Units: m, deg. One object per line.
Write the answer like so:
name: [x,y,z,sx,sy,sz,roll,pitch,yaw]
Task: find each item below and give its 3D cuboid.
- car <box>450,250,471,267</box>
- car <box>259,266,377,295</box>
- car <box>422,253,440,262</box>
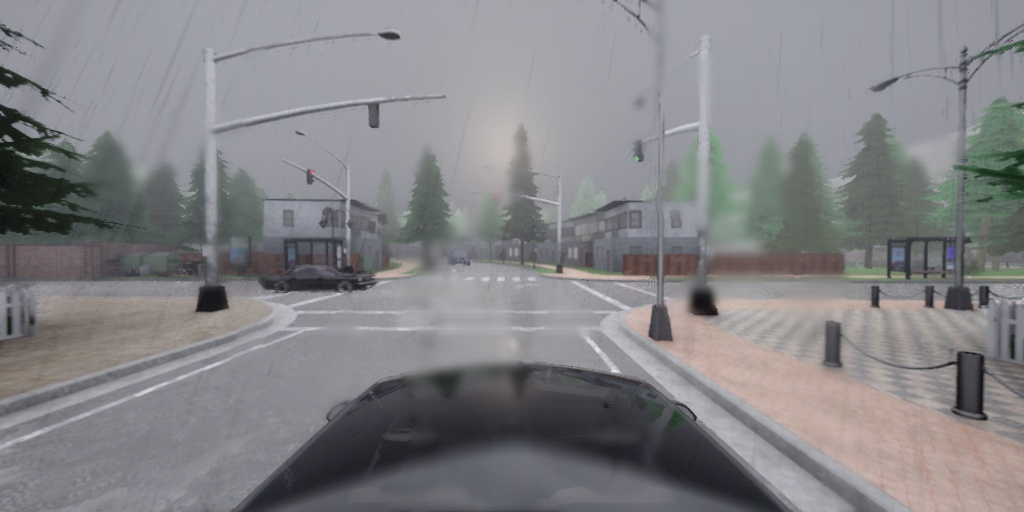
car: [-6.582,0.254,45.297,2.150,2.045,5.566,0,1,-15]
car: [-8.923,1.109,16.835,4.718,1.301,1.895,0,1,2]
car: [-14.241,0.235,62.828,1.882,1.535,5.008,-1,1,-31]
